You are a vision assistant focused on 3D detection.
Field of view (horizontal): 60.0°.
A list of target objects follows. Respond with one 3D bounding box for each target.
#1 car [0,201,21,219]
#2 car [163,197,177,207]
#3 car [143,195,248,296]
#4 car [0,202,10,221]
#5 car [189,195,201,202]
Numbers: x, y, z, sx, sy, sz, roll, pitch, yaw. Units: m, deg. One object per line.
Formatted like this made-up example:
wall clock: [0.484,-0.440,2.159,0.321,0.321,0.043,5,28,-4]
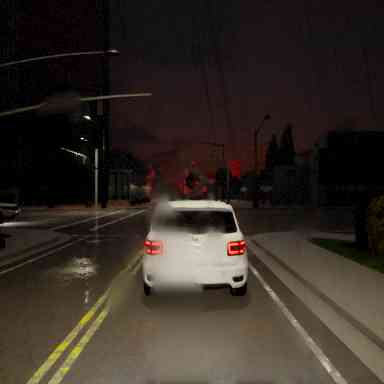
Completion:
car: [-17.299,1.339,27.540,5.566,2.045,2.150,-1,0,0]
car: [-3.521,1.564,52.941,1.994,1.385,4.181,0,0,0]
car: [0.081,1.221,8.796,2.150,2.045,5.566,0,0,0]
car: [-15.956,1.665,24.046,4.181,1.385,1.994,-1,0,0]
car: [0.852,1.465,78.667,1.882,1.535,5.008,0,0,12]
